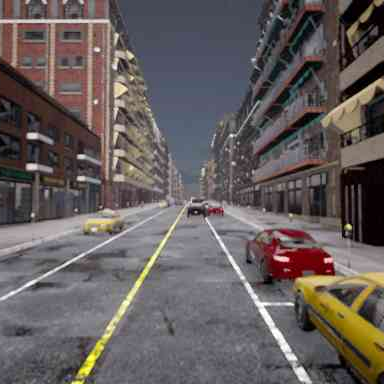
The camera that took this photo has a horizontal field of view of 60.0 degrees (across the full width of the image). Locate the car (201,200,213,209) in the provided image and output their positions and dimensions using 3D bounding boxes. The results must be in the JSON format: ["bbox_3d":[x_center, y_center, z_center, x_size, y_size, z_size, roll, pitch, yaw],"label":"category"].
[{"bbox_3d":[2.617,2.224,59.222,1.887,1.381,4.507,1,-1,0],"label":"car"}]

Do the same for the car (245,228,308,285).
[{"bbox_3d":[2.590,1.679,9.453,1.802,1.307,4.206,1,-1,0],"label":"car"}]

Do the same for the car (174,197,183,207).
[{"bbox_3d":[-2.710,2.371,71.059,2.033,1.411,5.357,0,-1,0],"label":"car"}]

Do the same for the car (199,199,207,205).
[{"bbox_3d":[2.630,2.522,81.343,1.887,1.381,4.507,1,-1,0],"label":"car"}]

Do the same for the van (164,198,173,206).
[{"bbox_3d":[-5.248,2.241,75.881,1.690,1.788,3.998,2,-1,0],"label":"van"}]

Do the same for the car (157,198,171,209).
[{"bbox_3d":[-5.262,2.204,59.120,1.752,1.417,4.829,2,-1,0],"label":"car"}]

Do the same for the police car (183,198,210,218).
[{"bbox_3d":[0.593,1.804,34.957,1.930,1.638,5.238,0,-1,5],"label":"police car"}]

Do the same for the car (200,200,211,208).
[{"bbox_3d":[2.620,2.302,64.753,2.008,1.369,4.403,1,-1,0],"label":"car"}]

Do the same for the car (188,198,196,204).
[{"bbox_3d":[0.049,2.398,86.320,1.882,1.535,5.008,0,-1,0],"label":"car"}]

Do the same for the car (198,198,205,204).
[{"bbox_3d":[2.646,2.577,92.406,1.967,1.590,4.097,1,-1,0],"label":"car"}]

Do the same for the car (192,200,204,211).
[{"bbox_3d":[0.854,2.028,50.965,1.801,1.575,5.366,0,-1,0],"label":"car"}]

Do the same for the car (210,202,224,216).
[{"bbox_3d":[2.606,1.948,37.101,1.887,1.381,4.507,1,-1,0],"label":"car"}]

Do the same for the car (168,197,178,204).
[{"bbox_3d":[-5.239,2.453,92.472,2.192,1.841,5.009,1,-1,0],"label":"car"}]

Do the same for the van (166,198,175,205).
[{"bbox_3d":[-5.246,2.319,81.412,1.690,1.788,3.998,1,-1,0],"label":"van"}]

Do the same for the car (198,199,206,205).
[{"bbox_3d":[2.633,2.601,86.873,1.887,1.381,4.507,1,-1,0],"label":"car"}]

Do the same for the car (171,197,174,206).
[{"bbox_3d":[-5.253,2.067,64.823,2.192,1.841,5.009,2,-1,0],"label":"car"}]

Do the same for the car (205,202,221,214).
[{"bbox_3d":[2.609,1.997,42.803,1.752,1.417,4.829,1,-1,0],"label":"car"}]

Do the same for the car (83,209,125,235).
[{"bbox_3d":[-5.282,1.739,20.415,1.752,1.417,4.829,2,-1,0],"label":"car"}]

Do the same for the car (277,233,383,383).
[{"bbox_3d":[2.588,1.568,4.094,1.752,1.417,4.829,2,-1,0],"label":"car"}]

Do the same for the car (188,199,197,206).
[{"bbox_3d":[0.040,2.210,71.316,1.837,1.490,4.892,0,-1,0],"label":"car"}]
